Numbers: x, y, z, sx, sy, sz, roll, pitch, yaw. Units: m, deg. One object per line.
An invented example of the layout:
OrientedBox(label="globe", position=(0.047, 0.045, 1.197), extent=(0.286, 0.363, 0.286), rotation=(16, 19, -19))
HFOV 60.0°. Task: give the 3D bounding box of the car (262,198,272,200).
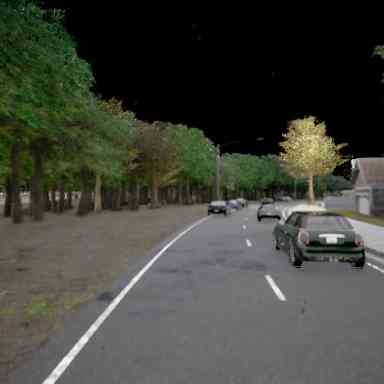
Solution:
OrientedBox(label="car", position=(14.883, 1.813, 65.468), extent=(1.895, 1.301, 4.718), rotation=(0, 0, 26))

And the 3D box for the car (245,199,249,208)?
OrientedBox(label="car", position=(7.141, 1.651, 48.948), extent=(1.882, 1.535, 5.008), rotation=(0, 0, 19))

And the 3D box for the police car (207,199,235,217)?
OrientedBox(label="police car", position=(2.838, 1.560, 33.734), extent=(1.930, 1.638, 5.238), rotation=(0, 0, 13))

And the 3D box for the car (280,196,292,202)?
OrientedBox(label="car", position=(22.567, 1.734, 79.801), extent=(1.994, 1.385, 4.181), rotation=(0, -1, 32))

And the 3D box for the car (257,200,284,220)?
OrientedBox(label="car", position=(6.685, 1.700, 29.040), extent=(1.994, 1.385, 4.181), rotation=(0, 0, 11))

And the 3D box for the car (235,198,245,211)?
OrientedBox(label="car", position=(5.334, 1.684, 43.256), extent=(1.812, 1.442, 4.674), rotation=(0, 0, 17))

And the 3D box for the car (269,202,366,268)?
OrientedBox(label="car", position=(4.225, 1.426, 11.769), extent=(2.097, 1.767, 4.553), rotation=(0, 0, 5))
